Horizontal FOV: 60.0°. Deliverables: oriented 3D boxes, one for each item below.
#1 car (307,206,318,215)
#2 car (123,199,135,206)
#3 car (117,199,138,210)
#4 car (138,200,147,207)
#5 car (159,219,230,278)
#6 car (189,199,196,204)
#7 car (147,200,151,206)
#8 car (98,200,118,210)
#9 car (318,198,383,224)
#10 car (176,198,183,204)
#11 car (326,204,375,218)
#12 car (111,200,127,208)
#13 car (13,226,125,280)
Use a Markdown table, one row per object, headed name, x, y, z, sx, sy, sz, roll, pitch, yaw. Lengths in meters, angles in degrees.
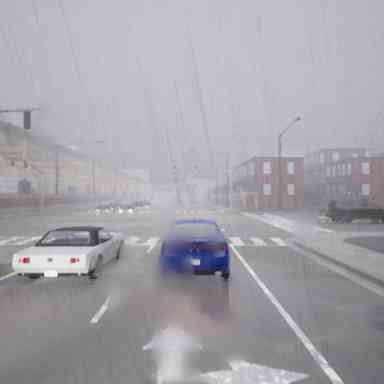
| name | x | y | z | sx | sy | sz | roll | pitch | yaw |
| --- | --- | --- | --- | --- | --- | --- | --- | --- | --- |
| car | 15.723 | 1.920 | 38.181 | 4.902 | 1.511 | 2.128 | 0 | -1 | 0 |
| car | -13.979 | 2.330 | 73.996 | 1.837 | 1.490 | 4.892 | 0 | -1 | 0 |
| car | -10.569 | 2.142 | 54.931 | 1.812 | 1.442 | 4.674 | 0 | -1 | -1 |
| car | -10.501 | 2.289 | 64.630 | 1.994 | 1.385 | 4.181 | 0 | -1 | 1 |
| car | 0.084 | 1.598 | 10.608 | 1.882 | 1.535 | 5.008 | 0 | -1 | 0 |
| car | 0.027 | 2.583 | 93.069 | 2.033 | 1.411 | 5.357 | 0 | -1 | 0 |
| car | -10.478 | 2.434 | 74.813 | 1.895 | 1.301 | 4.718 | 0 | -1 | 0 |
| car | -14.069 | 2.140 | 54.730 | 1.812 | 1.442 | 4.674 | 0 | -1 | 0 |
| car | 13.835 | 1.531 | 27.488 | 5.566 | 2.045 | 2.150 | 0 | -1 | 0 |
| car | -3.473 | 2.543 | 93.021 | 1.837 | 1.490 | 4.892 | 0 | -1 | 0 |
| car | 16.470 | 1.954 | 34.678 | 4.181 | 1.385 | 1.994 | 0 | -1 | 0 |
| car | -14.011 | 2.222 | 63.926 | 1.837 | 1.490 | 4.892 | 0 | -1 | 1 |
| car | -3.415 | 1.718 | 10.310 | 1.895 | 1.301 | 4.718 | 0 | -1 | 0 |
